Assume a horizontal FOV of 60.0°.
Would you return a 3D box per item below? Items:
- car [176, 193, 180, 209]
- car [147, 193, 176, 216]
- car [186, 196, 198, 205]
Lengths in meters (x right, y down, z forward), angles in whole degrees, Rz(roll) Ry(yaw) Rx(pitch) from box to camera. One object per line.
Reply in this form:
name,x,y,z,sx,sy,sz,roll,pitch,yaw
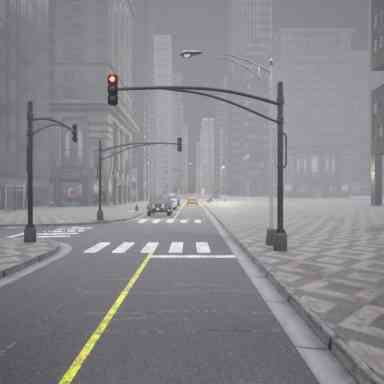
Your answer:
car,-3.079,1.225,43.365,2.150,2.045,5.566,0,0,0
car,-3.082,1.222,32.918,2.150,2.045,5.566,0,0,0
car,0.024,1.490,57.595,1.882,1.535,5.008,0,0,0
